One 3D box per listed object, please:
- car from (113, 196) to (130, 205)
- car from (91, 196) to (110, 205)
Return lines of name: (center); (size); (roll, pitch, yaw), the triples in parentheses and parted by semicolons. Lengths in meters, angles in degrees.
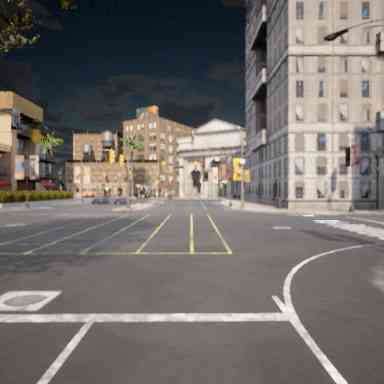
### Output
car: (-11.535, 1.393, 54.932); (2.033, 1.411, 5.357); (0, 0, 0)
car: (-15.035, 1.393, 54.935); (2.033, 1.411, 5.357); (0, 0, 0)
